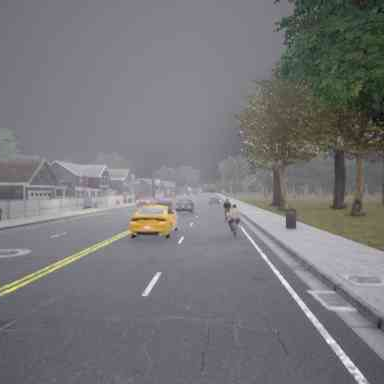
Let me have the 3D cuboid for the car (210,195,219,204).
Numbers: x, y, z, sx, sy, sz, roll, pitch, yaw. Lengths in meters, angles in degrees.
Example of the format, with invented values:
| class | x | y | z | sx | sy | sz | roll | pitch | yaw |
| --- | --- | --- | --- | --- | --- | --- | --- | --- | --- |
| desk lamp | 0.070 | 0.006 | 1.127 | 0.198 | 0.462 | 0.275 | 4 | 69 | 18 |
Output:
| class | x | y | z | sx | sy | sz | roll | pitch | yaw |
| --- | --- | --- | --- | --- | --- | --- | --- | --- | --- |
| car | 4.172 | 1.532 | 61.695 | 2.033 | 1.411 | 5.357 | 0 | 0 | 3 |

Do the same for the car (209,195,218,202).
| class | x | y | z | sx | sy | sz | roll | pitch | yaw |
| --- | --- | --- | --- | --- | --- | --- | --- | --- | --- |
| car | 4.875 | 1.456 | 74.322 | 1.882 | 1.535 | 5.008 | 0 | 0 | 4 |

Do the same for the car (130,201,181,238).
| class | x | y | z | sx | sy | sz | roll | pitch | yaw |
| --- | --- | --- | --- | --- | --- | --- | --- | --- | --- |
| car | -1.892 | 1.467 | 17.654 | 1.882 | 1.535 | 5.008 | 0 | 0 | 4 |

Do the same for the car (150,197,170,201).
| class | x | y | z | sx | sy | sz | roll | pitch | yaw |
| --- | --- | --- | --- | --- | --- | --- | --- | --- | --- |
| car | -3.743 | 1.587 | 42.846 | 1.895 | 1.301 | 4.718 | 0 | 0 | 4 |

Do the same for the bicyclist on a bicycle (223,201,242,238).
| class | x | y | z | sx | sy | sz | roll | pitch | yaw |
| --- | --- | --- | --- | --- | --- | --- | --- | --- | --- |
| bicyclist on a bicycle | 2.122 | 1.427 | 16.709 | 0.866 | 1.612 | 1.509 | 0 | 0 | 3 |

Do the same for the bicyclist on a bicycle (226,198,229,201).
| class | x | y | z | sx | sy | sz | roll | pitch | yaw |
| --- | --- | --- | --- | --- | --- | --- | --- | --- | --- |
| bicyclist on a bicycle | 2.611 | 1.359 | 24.695 | 0.659 | 1.776 | 1.843 | 0 | 0 | 4 |

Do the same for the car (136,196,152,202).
| class | x | y | z | sx | sy | sz | roll | pitch | yaw |
| --- | --- | --- | --- | --- | --- | --- | --- | --- | --- |
| car | -6.671 | 1.337 | 47.973 | 2.097 | 1.767 | 4.553 | 0 | 0 | 4 |

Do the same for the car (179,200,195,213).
| class | x | y | z | sx | sy | sz | roll | pitch | yaw |
| --- | --- | --- | --- | --- | --- | --- | --- | --- | --- |
| car | -0.723 | 1.534 | 36.025 | 2.033 | 1.411 | 5.357 | 0 | 0 | 4 |
